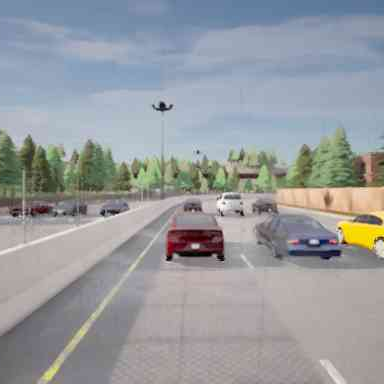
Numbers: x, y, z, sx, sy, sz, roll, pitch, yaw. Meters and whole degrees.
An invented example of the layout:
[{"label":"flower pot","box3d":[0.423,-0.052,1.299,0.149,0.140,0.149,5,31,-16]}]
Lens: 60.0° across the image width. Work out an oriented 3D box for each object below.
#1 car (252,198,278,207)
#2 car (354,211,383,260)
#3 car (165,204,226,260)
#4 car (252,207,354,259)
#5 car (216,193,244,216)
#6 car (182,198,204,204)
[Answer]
[{"label":"car","box3d":[7.105,1.410,32.753,1.837,1.490,4.892,0,0,0]},{"label":"car","box3d":[7.102,1.442,12.284,1.882,1.535,5.008,0,0,0]},{"label":"car","box3d":[0.102,1.442,12.289,1.882,1.535,5.008,0,0,0]},{"label":"car","box3d":[3.602,1.511,12.325,2.033,1.411,5.357,0,0,0]},{"label":"car","box3d":[3.605,1.129,31.953,2.150,2.045,5.566,0,0,0]},{"label":"car","box3d":[0.105,1.409,32.856,1.837,1.490,4.892,0,0,0]}]
